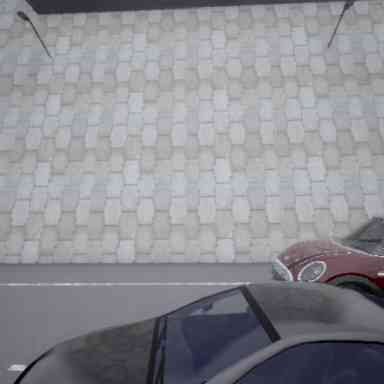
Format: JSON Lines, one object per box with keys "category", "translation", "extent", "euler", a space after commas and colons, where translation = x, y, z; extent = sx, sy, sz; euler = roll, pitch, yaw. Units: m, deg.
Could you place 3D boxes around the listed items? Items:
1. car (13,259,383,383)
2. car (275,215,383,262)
{"category": "car", "translation": [0.596, 1.494, 2.499], "extent": [4.181, 1.385, 1.994], "euler": [-1, 2, -3]}
{"category": "car", "translation": [3.717, 1.174, 5.743], "extent": [4.553, 1.767, 2.097], "euler": [-1, 1, 2]}
